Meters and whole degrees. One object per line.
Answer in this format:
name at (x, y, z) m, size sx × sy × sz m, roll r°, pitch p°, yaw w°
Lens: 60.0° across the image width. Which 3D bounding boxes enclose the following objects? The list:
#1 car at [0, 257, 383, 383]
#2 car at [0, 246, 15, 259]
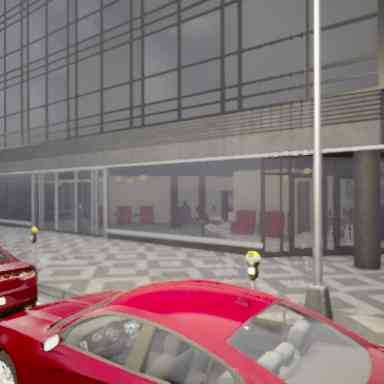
car at (-0.203, 1.543, 3.112) m, size 4.507 × 1.381 × 1.887 m, roll 0°, pitch 0°, yaw 35°
car at (-4.764, 1.540, 6.364) m, size 4.507 × 1.381 × 1.887 m, roll 0°, pitch 0°, yaw 35°
